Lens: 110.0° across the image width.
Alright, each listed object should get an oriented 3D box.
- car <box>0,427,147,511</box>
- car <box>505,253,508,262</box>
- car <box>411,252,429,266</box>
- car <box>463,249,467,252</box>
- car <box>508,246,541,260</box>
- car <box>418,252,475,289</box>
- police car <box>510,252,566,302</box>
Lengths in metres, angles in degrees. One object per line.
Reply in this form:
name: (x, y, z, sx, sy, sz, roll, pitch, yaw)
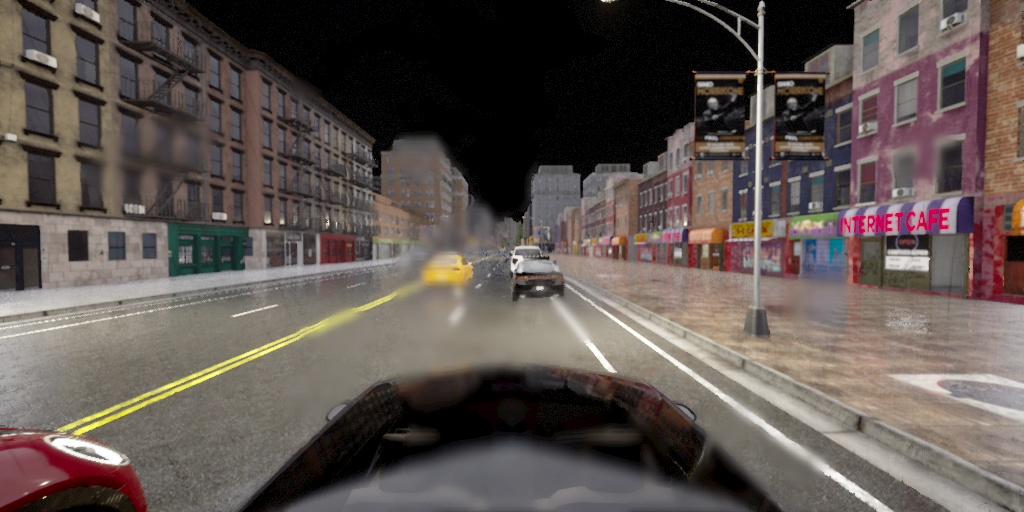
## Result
car: (-3.151, 1.145, 0.130, 2.097, 1.767, 4.553, 0, 2, 0)
car: (0.019, 0.072, 50.644, 2.033, 1.411, 5.357, 0, 1, 0)
car: (-9.838, 0.293, 39.899, 1.812, 1.442, 4.674, 0, 1, 0)
car: (-6.588, 0.244, 39.933, 1.882, 1.535, 5.008, 0, 1, 0)
car: (0.978, 0.349, 24.594, 2.150, 2.045, 5.566, 0, 1, 0)
car: (-3.150, 0.760, 18.589, 1.882, 1.535, 5.008, 0, 2, 0)
police car: (0.976, 0.816, 14.681, 1.930, 1.638, 5.238, 0, 2, 0)
